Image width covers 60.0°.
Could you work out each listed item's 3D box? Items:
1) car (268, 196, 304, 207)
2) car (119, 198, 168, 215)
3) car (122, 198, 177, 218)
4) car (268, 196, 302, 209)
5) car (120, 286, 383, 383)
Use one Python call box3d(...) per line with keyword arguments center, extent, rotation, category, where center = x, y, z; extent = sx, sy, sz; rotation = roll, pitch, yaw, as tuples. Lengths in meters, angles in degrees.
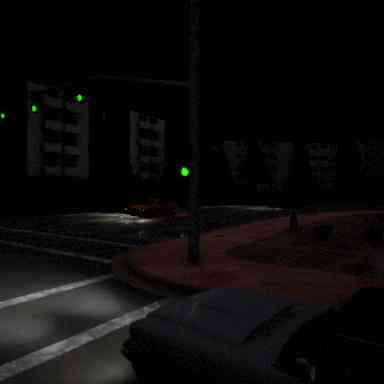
box3d(center=(13.857, 1.370, 48.907), extent=(4.902, 1.511, 2.128), rotation=(0, 0, -27), category="car")
box3d(center=(-4.657, 1.342, 32.590), extent=(1.837, 1.490, 4.892), rotation=(0, 0, 36), category="car")
box3d(center=(-3.282, 1.340, 28.504), extent=(1.882, 1.535, 5.008), rotation=(0, 0, 35), category="car")
box3d(center=(12.309, 1.366, 44.061), extent=(5.008, 1.535, 1.882), rotation=(0, 0, -30), category="car")
box3d(center=(1.541, 1.598, 2.933), extent=(4.718, 1.301, 1.895), rotation=(1, 0, 37), category="car")
